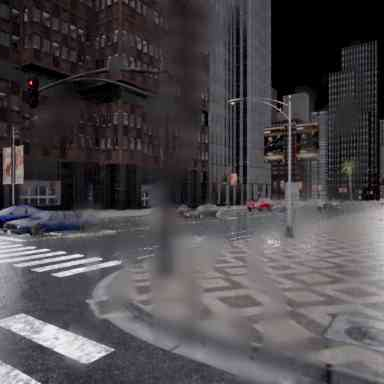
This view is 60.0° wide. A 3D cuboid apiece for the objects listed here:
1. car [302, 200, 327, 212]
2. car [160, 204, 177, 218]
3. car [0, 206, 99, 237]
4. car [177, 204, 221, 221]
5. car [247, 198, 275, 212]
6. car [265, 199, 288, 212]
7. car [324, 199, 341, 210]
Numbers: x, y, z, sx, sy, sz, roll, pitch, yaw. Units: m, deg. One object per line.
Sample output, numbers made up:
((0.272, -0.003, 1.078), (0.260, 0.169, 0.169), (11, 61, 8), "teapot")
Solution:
((19.305, 2.372, 52.742), (2.033, 1.411, 5.357), (0, -1, 35), "car")
((-1.406, 1.988, 34.821), (1.994, 1.385, 4.181), (0, -1, 35), "car")
((-8.076, 1.739, 19.637), (2.033, 1.411, 5.357), (0, -1, 35), "car")
((1.034, 1.927, 32.638), (1.837, 1.490, 4.892), (0, -1, 35), "car")
((10.589, 1.944, 51.786), (2.150, 2.045, 5.566), (0, -1, 35), "car")
((13.334, 2.230, 50.037), (2.128, 1.511, 4.902), (0, -1, 35), "car")
((26.025, 2.508, 62.314), (1.837, 1.490, 4.892), (0, -1, 35), "car")
